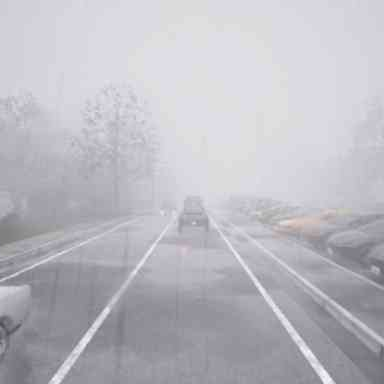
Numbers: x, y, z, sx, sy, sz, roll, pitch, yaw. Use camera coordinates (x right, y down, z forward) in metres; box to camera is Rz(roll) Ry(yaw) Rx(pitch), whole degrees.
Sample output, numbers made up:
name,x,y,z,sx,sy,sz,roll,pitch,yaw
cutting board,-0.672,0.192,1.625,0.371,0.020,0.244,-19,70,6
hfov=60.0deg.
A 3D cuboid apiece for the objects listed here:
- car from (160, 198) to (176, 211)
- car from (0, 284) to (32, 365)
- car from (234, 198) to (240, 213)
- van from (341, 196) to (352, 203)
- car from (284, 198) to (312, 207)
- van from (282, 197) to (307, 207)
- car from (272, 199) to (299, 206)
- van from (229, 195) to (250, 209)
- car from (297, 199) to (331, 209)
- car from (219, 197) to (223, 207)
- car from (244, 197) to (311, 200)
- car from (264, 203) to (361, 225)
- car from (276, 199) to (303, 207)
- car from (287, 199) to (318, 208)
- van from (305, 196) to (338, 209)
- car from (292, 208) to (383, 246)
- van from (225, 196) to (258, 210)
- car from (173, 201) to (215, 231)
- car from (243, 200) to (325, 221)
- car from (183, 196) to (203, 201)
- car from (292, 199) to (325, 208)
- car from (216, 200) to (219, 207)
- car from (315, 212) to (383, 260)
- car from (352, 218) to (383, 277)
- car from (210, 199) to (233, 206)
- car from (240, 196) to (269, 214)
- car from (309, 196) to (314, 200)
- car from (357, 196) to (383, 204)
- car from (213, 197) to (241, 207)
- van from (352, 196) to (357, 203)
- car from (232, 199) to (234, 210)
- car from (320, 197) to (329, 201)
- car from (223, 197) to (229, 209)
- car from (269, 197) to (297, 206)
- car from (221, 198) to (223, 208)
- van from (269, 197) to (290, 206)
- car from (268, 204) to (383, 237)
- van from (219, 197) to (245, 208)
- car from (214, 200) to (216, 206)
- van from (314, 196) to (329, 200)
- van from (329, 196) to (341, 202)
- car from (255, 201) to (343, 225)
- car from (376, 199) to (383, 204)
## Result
name,x,y,z,sx,sy,sz,roll,pitch,yaw
car,-3.274,1.671,46.374,2.097,1.767,4.553,0,-1,0
car,-3.351,1.609,2.810,1.895,1.301,4.718,0,0,0
car,7.074,1.638,33.279,5.008,1.535,2.097,0,0,0
van,20.294,1.436,38.644,4.442,1.987,1.878,0,0,0
car,20.229,1.995,63.554,4.553,1.767,2.185,0,-1,0
van,20.386,1.953,66.324,4.442,1.987,1.878,0,-1,0
car,20.103,2.293,71.858,5.366,1.575,1.946,0,-1,0
van,6.982,1.440,38.833,4.442,1.987,1.878,0,0,0
car,20.227,1.948,55.241,4.892,1.521,2.231,0,-1,0
car,7.114,1.925,52.691,4.792,1.488,2.163,0,-1,0
car,7.030,1.486,27.727,4.553,1.767,2.185,0,0,0
car,7.040,1.572,19.398,4.892,1.521,2.231,0,0,0
car,20.272,2.238,69.090,4.892,1.521,2.231,0,-1,0
car,20.246,2.065,60.906,5.008,1.535,2.097,0,-1,0
van,20.341,1.663,52.476,4.442,1.987,1.878,0,-1,0
car,6.986,1.574,13.846,4.792,1.488,2.163,0,0,0
van,7.009,1.554,47.144,4.442,1.987,1.878,0,-1,0
car,0.112,1.570,21.289,2.128,1.511,4.902,0,0,0
car,6.867,1.595,24.951,5.366,1.575,1.946,0,0,0
car,0.142,1.445,38.910,2.150,2.045,5.566,0,0,0
car,20.237,2.005,58.011,5.008,1.535,2.097,0,-1,0
car,7.168,2.012,58.241,5.008,1.535,2.097,0,-1,0
car,6.977,1.561,11.070,4.792,1.488,2.163,0,0,0
car,6.968,1.547,8.294,4.792,1.488,2.163,0,0,0
car,7.051,2.522,80.430,5.366,1.575,1.946,0,-2,0
car,7.039,1.499,30.503,4.553,1.767,2.185,0,0,0
car,20.030,1.828,49.702,5.366,1.575,1.946,0,-1,0
car,20.131,1.384,33.229,5.566,2.045,2.435,0,0,0
car,7.171,1.993,69.349,5.566,2.045,2.435,0,-1,0
van,20.286,1.423,35.999,4.442,1.987,1.878,0,0,0
car,7.092,1.692,36.055,4.674,1.452,2.002,0,0,0
car,20.201,1.715,44.164,5.008,1.535,2.097,0,-1,0
car,7.136,1.427,41.608,5.566,2.045,2.435,0,0,0
car,20.325,2.109,74.631,5.566,2.045,2.435,0,-2,0
car,7.138,1.878,49.914,4.674,1.452,2.002,0,-1,0
van,20.424,2.212,77.521,4.442,1.987,1.878,0,-2,0
car,6.839,1.555,16.623,5.366,1.575,1.946,0,0,0
van,7.289,1.844,61.021,4.442,1.987,1.878,0,-1,0
car,7.184,2.168,63.792,4.674,1.452,2.002,0,-1,0
van,20.088,1.548,46.939,4.442,1.987,1.878,0,-1,0
van,20.071,1.450,41.548,4.442,1.987,1.878,0,-1,0
car,7.037,1.586,22.174,4.892,1.521,2.231,0,0,0
car,20.144,1.621,30.333,5.008,1.535,2.097,0,0,0
